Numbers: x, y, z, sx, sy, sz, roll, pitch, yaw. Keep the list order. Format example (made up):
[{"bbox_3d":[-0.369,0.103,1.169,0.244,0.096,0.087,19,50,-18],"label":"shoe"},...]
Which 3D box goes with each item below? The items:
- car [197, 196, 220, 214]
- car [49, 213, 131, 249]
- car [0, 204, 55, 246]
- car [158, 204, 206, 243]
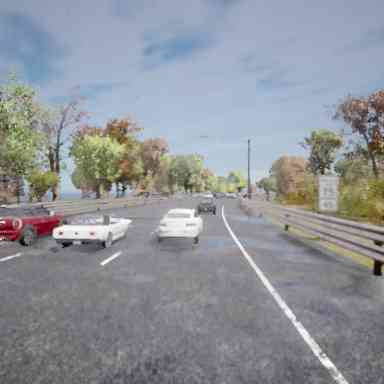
[{"bbox_3d":[1.552,1.473,34.392,2.128,1.511,4.902,0,0,4],"label":"car"},{"bbox_3d":[-4.107,1.590,14.638,1.895,1.301,4.718,0,0,4],"label":"car"},{"bbox_3d":[-7.558,1.339,15.301,2.097,1.767,4.553,0,0,4],"label":"car"},{"bbox_3d":[-0.479,1.515,16.051,1.812,1.442,4.674,0,0,5],"label":"car"}]
